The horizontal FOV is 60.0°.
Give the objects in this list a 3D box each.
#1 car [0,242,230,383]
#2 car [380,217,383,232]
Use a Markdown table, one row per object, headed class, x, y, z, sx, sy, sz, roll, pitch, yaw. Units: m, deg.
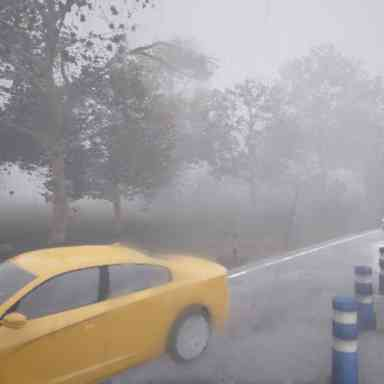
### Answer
| class | x | y | z | sx | sy | sz | roll | pitch | yaw |
| --- | --- | --- | --- | --- | --- | --- | --- | --- | --- |
| car | -1.683 | 1.477 | 4.127 | 5.008 | 1.535 | 1.882 | 0 | 0 | -41 |
| car | 11.204 | 1.371 | 16.638 | 4.718 | 1.301 | 1.895 | -2 | 1 | -41 |
